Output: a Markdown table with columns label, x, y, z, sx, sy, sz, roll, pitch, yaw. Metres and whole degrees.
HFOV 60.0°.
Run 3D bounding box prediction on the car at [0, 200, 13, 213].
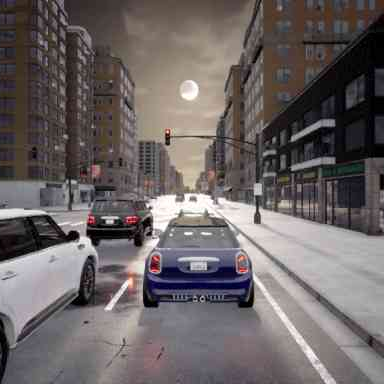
| label | x | y | z | sx | sy | sz | roll | pitch | yaw |
| --- | --- | --- | --- | --- | --- | --- | --- | --- | --- |
| car | -22.038 | 1.596 | 35.999 | 4.313 | 1.339 | 1.947 | 0 | 0 | 0 |

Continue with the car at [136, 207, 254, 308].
| label | x | y | z | sx | sy | sz | roll | pitch | yaw |
| --- | --- | --- | --- | --- | --- | --- | --- | --- | --- |
| car | 0.122 | 1.353 | 8.092 | 2.097 | 1.767 | 4.553 | 0 | 0 | 0 |

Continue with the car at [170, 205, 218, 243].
| label | x | y | z | sx | sy | sz | roll | pitch | yaw |
| --- | --- | --- | --- | --- | --- | --- | --- | --- | --- |
| car | 0.108 | 1.494 | 17.160 | 2.128 | 1.511 | 4.902 | 0 | 0 | 1 |

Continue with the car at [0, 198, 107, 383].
| label | x | y | z | sx | sy | sz | roll | pitch | yaw |
| --- | --- | --- | --- | --- | --- | --- | --- | --- | --- |
| car | -3.142 | 1.222 | 4.933 | 2.150 | 2.045 | 5.566 | 0 | 0 | 1 |

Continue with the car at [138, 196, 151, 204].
| label | x | y | z | sx | sy | sz | roll | pitch | yaw |
| --- | --- | --- | --- | --- | --- | --- | --- | --- | --- |
| car | -9.557 | 1.560 | 66.881 | 1.812 | 1.442 | 4.674 | 0 | 0 | 1 |

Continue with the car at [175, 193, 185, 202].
| label | x | y | z | sx | sy | sz | roll | pitch | yaw |
| --- | --- | --- | --- | --- | --- | --- | --- | --- | --- |
| car | -3.006 | 1.583 | 77.760 | 2.033 | 1.411 | 5.357 | 0 | 0 | 0 |

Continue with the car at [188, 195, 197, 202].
| label | x | y | z | sx | sy | sz | roll | pitch | yaw |
| --- | --- | --- | --- | --- | --- | --- | --- | --- | --- |
| car | 0.246 | 1.568 | 78.164 | 1.812 | 1.442 | 4.674 | 0 | 0 | 0 |

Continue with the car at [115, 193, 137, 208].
| label | x | y | z | sx | sy | sz | roll | pitch | yaw |
| --- | --- | --- | --- | --- | --- | --- | --- | --- | --- |
| car | -9.690 | 1.242 | 49.318 | 2.150 | 2.045 | 5.566 | 0 | 0 | 0 |

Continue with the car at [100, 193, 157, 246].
| label | x | y | z | sx | sy | sz | roll | pitch | yaw |
| --- | --- | --- | --- | --- | --- | --- | --- | --- | --- |
| car | -3.105 | 1.224 | 15.286 | 2.150 | 2.045 | 5.566 | 0 | 0 | 0 |

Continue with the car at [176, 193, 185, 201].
| label | x | y | z | sx | sy | sz | roll | pitch | yaw |
| --- | --- | --- | --- | --- | --- | --- | --- | --- | --- |
| car | -2.973 | 1.169 | 88.212 | 2.150 | 2.045 | 5.566 | 0 | 0 | 0 |

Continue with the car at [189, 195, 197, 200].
| label | x | y | z | sx | sy | sz | roll | pitch | yaw |
| --- | --- | --- | --- | --- | --- | --- | --- | --- | --- |
| car | 0.277 | 1.496 | 88.172 | 1.994 | 1.385 | 4.181 | 0 | 0 | 0 |
